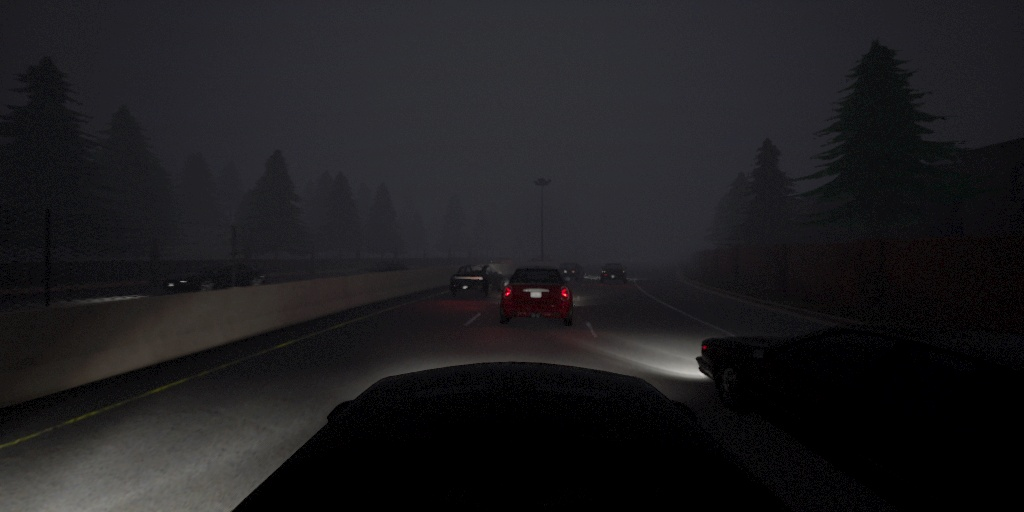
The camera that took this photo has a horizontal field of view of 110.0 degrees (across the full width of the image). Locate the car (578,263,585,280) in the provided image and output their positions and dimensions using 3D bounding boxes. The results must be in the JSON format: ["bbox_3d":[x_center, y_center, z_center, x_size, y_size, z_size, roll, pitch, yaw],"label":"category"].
[{"bbox_3d":[4.952,1.250,30.230,2.033,1.411,5.357,0,0,19],"label":"car"}]

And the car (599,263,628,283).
[{"bbox_3d":[7.829,1.249,27.638,1.812,1.442,4.674,0,0,17],"label":"car"}]

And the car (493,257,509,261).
[{"bbox_3d":[-1.766,0.950,59.421,2.097,1.767,4.553,0,0,25],"label":"car"}]

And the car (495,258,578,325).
[{"bbox_3d":[0.889,1.081,11.986,2.097,1.767,4.553,0,0,6],"label":"car"}]

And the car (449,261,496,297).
[{"bbox_3d":[-1.661,1.192,18.409,2.128,1.511,4.902,0,0,10],"label":"car"}]

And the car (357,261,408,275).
[{"bbox_3d":[-10.241,1.125,28.678,2.128,1.511,4.902,0,0,16],"label":"car"}]

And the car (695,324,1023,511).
[{"bbox_3d":[3.647,1.312,2.956,2.033,1.411,5.357,0,0,1],"label":"car"}]

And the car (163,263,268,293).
[{"bbox_3d":[-15.849,1.134,19.505,1.837,1.490,4.892,0,0,10],"label":"car"}]

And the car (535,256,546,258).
[{"bbox_3d":[2.984,1.130,52.804,2.128,1.511,4.902,0,0,24],"label":"car"}]
